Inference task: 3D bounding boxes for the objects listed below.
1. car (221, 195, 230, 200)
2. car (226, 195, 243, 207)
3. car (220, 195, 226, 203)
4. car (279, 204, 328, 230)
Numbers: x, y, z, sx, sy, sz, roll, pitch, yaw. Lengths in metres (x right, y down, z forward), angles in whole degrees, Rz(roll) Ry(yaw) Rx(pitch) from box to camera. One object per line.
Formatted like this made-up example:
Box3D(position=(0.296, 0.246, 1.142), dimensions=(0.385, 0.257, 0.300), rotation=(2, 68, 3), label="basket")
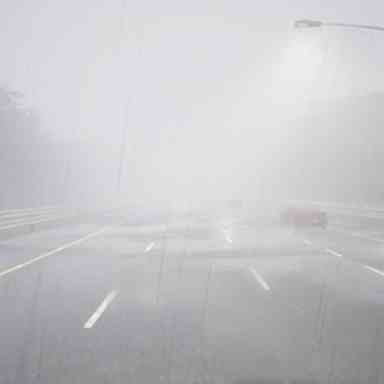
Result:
Box3D(position=(9.524, 1.627, 94.410), dimensions=(1.812, 1.442, 4.674), rotation=(0, 0, 15), label="car")
Box3D(position=(7.055, 1.594, 54.029), dimensions=(1.812, 1.442, 4.674), rotation=(0, 0, 0), label="car")
Box3D(position=(7.076, 1.601, 69.701), dimensions=(1.812, 1.442, 4.674), rotation=(0, 0, 0), label="car")
Box3D(position=(7.020, 1.521, 21.461), dimensions=(1.882, 1.535, 5.008), rotation=(0, 0, 0), label="car")
